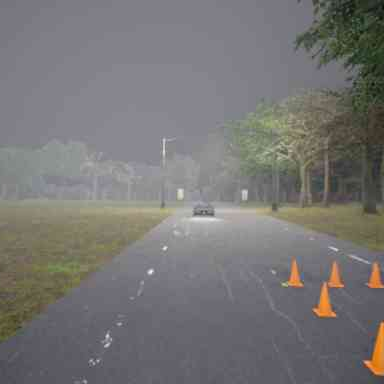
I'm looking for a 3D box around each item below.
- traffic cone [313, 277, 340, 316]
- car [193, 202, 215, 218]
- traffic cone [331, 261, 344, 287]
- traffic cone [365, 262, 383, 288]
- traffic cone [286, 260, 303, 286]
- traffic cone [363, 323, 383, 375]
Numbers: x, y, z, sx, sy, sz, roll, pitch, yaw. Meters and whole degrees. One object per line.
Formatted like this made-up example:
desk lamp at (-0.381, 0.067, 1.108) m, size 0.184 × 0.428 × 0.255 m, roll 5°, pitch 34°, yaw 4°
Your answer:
traffic cone at (2.525, 2.009, 6.333) m, size 0.340 × 0.580 × 0.340 m, roll 1°, pitch 0°, yaw 1°
car at (1.112, 1.677, 31.708) m, size 1.994 × 1.385 × 4.181 m, roll 1°, pitch 0°, yaw 1°
traffic cone at (3.571, 2.030, 8.310) m, size 0.340 × 0.580 × 0.340 m, roll 1°, pitch 0°, yaw 1°
traffic cone at (4.569, 2.046, 8.287) m, size 0.340 × 0.580 × 0.340 m, roll 1°, pitch 0°, yaw 2°
traffic cone at (2.572, 2.015, 8.333) m, size 0.340 × 0.580 × 0.340 m, roll 1°, pitch 0°, yaw 1°
traffic cone at (2.478, 2.004, 4.334) m, size 0.340 × 0.580 × 0.340 m, roll 1°, pitch 0°, yaw 1°
